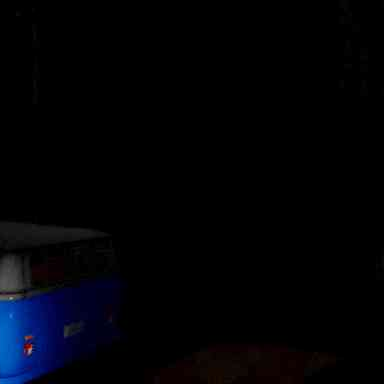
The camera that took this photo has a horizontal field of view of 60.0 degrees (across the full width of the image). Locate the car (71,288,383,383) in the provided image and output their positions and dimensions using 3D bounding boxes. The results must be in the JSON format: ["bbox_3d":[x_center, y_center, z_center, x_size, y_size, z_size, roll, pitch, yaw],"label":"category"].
[{"bbox_3d":[1.622,1.526,1.699,4.829,1.417,1.752,0,0,35],"label":"car"}]

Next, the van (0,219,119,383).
[{"bbox_3d":[-2.858,1.331,4.895,3.998,1.788,1.690,0,0,35],"label":"van"}]
